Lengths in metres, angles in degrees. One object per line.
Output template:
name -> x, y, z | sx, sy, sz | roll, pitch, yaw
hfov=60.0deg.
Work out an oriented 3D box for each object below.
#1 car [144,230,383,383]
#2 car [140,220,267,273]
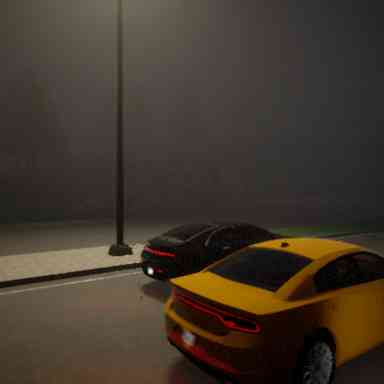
car -> 1.975, 1.471, 5.151 | 5.008, 1.535, 1.882 | 0, 0, -35
car -> 1.046, 1.496, 8.781 | 4.892, 1.490, 1.837 | 0, 0, -35
